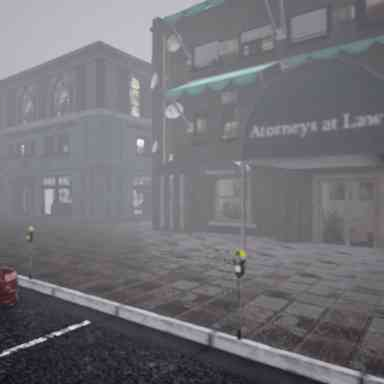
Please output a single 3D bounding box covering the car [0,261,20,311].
[{"bbox_3d":[-4.935,1.573,6.395,4.206,1.307,1.802,0,0,36],"label":"car"}]
